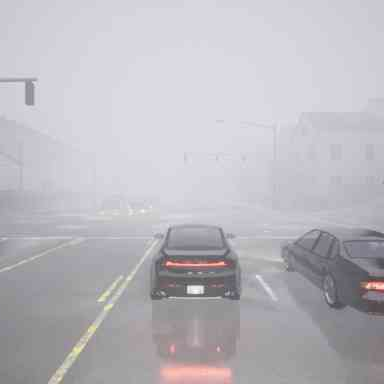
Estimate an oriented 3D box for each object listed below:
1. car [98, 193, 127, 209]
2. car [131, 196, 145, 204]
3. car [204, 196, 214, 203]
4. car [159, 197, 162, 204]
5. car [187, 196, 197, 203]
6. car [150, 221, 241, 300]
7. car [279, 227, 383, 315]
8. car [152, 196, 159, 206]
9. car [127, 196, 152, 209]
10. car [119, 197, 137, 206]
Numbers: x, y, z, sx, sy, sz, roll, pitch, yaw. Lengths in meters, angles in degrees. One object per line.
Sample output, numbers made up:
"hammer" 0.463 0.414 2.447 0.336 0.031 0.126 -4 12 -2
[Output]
"car" -10.596 1.221 44.950 2.150 2.045 5.566 0 0 0
"car" -10.527 1.505 65.388 1.837 1.490 4.892 0 0 0
"car" 3.505 1.545 69.150 2.033 1.411 5.357 0 0 0
"car" -7.032 1.547 65.030 2.033 1.411 5.357 0 0 1
"car" 0.007 1.547 69.151 2.033 1.411 5.357 0 0 0
"car" 0.076 1.505 8.384 1.837 1.490 4.892 0 0 0
"car" 3.576 1.547 7.808 2.033 1.411 5.357 0 0 0
"car" -7.085 1.505 54.619 1.837 1.490 4.892 0 0 0
"car" -7.094 1.477 45.164 1.882 1.535 5.008 0 0 0
"car" -10.582 1.547 55.196 2.033 1.411 5.357 0 0 0
